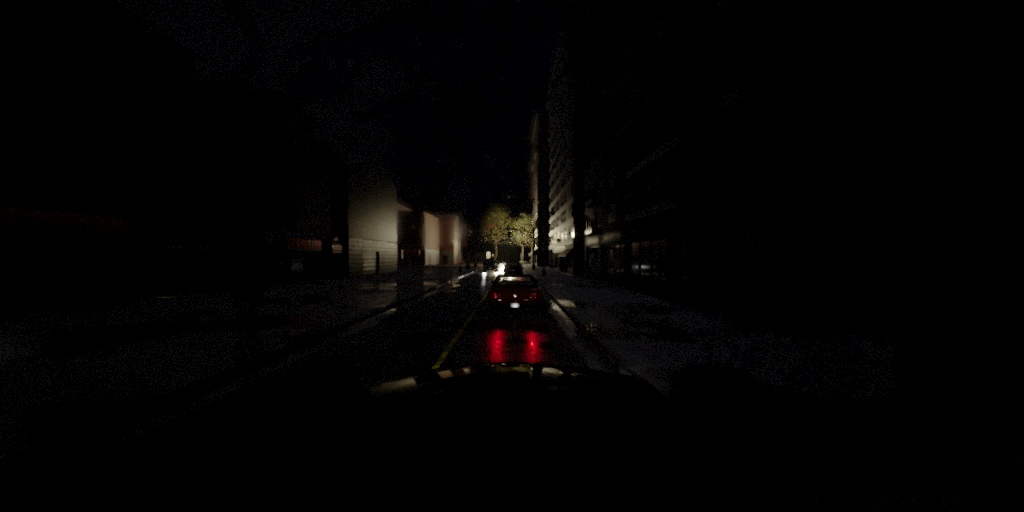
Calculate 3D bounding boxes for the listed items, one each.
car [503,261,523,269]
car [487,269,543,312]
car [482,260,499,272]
[{"bbox_3d":[0.136,1.260,37.280,1.882,1.535,5.008,0,0,0],"label":"car"},{"bbox_3d":[0.110,1.358,14.171,1.895,1.301,4.718,0,0,0],"label":"car"},{"bbox_3d":[-2.721,1.307,46.939,1.837,1.490,4.892,0,-1,1],"label":"car"}]
